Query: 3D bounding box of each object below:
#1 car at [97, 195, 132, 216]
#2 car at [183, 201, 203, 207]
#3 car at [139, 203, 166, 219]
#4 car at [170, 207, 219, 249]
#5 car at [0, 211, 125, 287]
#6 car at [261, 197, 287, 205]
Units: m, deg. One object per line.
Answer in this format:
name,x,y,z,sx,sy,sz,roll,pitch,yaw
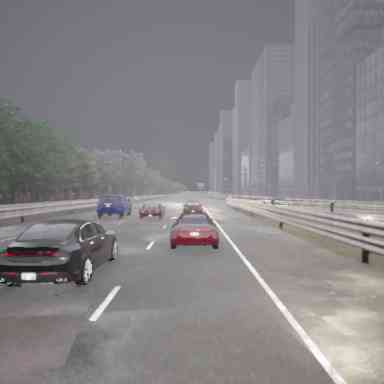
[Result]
car,-6.892,1.241,29.991,2.150,2.045,5.566,0,0,0
car,0.105,1.548,31.746,1.812,1.442,4.674,0,0,0
car,-3.395,1.620,29.337,1.895,1.301,4.718,0,0,0
car,0.103,1.570,14.690,1.994,1.385,4.181,0,0,0
car,-3.396,1.508,9.339,1.837,1.490,4.892,0,0,0
car,12.103,1.463,49.441,2.097,1.767,4.553,0,0,-16
